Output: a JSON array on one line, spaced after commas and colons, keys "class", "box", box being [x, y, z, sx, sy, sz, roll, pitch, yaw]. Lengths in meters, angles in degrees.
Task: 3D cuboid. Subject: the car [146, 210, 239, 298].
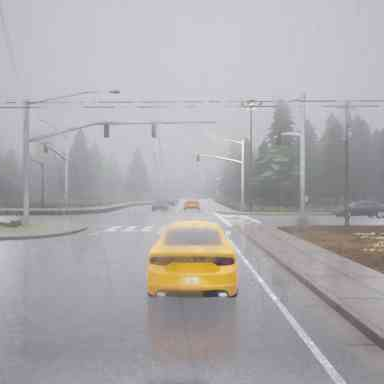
[{"class": "car", "box": [0.043, 1.474, 8.599, 1.882, 1.535, 5.008, 0, 0, 1]}]

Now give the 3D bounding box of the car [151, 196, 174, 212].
[{"class": "car", "box": [-3.612, 1.547, 38.960, 2.033, 1.411, 5.357, 0, 0, 0]}]

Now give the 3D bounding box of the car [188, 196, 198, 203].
[{"class": "car", "box": [0.250, 1.537, 72.823, 2.033, 1.411, 5.357, 0, 0, 2]}]

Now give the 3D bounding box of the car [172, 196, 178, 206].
[{"class": "car", "box": [-3.603, 1.601, 51.242, 1.895, 1.301, 4.718, 0, 0, 0]}]

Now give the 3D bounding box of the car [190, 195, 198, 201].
[{"class": "car", "box": [0.641, 1.442, 83.215, 1.837, 1.490, 4.892, 0, 0, 2]}]

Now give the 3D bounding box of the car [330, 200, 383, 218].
[{"class": "car", "box": [14.890, 1.531, 29.587, 4.892, 1.490, 1.837, 0, 0, 1]}]

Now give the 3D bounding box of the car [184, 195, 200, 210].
[{"class": "car", "box": [-0.011, 1.478, 42.262, 1.882, 1.535, 5.008, 0, 0, 0]}]
